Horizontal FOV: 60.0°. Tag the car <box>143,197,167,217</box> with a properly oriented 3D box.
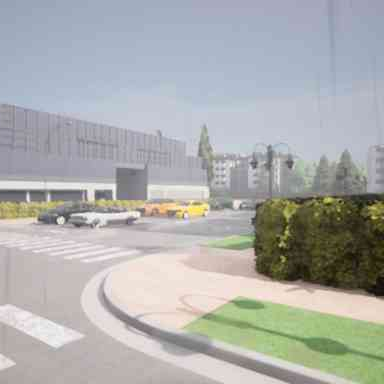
[{"bbox_3d":[-3.335,1.373,31.546,2.097,1.767,4.553,0,0,35],"label":"car"}]

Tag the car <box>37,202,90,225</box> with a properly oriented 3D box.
[{"bbox_3d":[-8.654,1.525,24.107,1.837,1.490,4.892,0,0,37],"label":"car"}]

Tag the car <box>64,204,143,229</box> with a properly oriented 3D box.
[{"bbox_3d":[-5.710,1.621,22.060,1.895,1.301,4.718,0,0,34],"label":"car"}]

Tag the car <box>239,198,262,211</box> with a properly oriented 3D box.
[{"bbox_3d":[7.402,1.512,40.726,2.128,1.511,4.902,0,0,35],"label":"car"}]

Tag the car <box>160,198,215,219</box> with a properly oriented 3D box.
[{"bbox_3d":[-0.319,1.498,29.749,1.882,1.535,5.008,0,0,35],"label":"car"}]

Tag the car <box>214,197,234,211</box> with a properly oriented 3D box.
[{"bbox_3d":[3.393,1.373,41.100,2.097,1.767,4.553,0,0,35],"label":"car"}]
